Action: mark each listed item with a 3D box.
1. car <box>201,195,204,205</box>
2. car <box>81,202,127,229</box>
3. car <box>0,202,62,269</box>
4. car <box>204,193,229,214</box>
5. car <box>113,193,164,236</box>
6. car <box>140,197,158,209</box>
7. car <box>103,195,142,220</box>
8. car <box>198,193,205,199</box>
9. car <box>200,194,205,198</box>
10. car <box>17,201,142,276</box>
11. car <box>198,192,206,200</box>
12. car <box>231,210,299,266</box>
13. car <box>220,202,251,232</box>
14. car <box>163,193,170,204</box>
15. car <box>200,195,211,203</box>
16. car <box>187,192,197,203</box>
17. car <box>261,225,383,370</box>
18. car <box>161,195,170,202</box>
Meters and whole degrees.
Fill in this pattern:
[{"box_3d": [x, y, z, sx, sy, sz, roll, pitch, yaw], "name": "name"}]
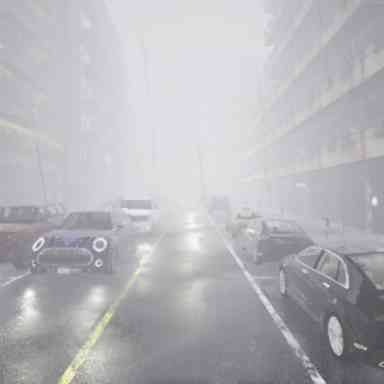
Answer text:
[{"box_3d": [2.663, 1.418, 44.601, 2.008, 1.369, 4.403, 1, 0, 0], "name": "car"}, {"box_3d": [-5.698, 1.460, 22.186, 1.752, 1.417, 4.829, 1, 0, 0], "name": "car"}, {"box_3d": [-5.685, 1.282, 11.220, 2.192, 1.841, 5.009, 1, 0, 0], "name": "car"}, {"box_3d": [2.676, 1.213, 33.465, 2.192, 1.841, 5.009, 1, 0, 0], "name": "car"}, {"box_3d": [-3.014, 1.271, 18.554, 2.150, 2.045, 5.566, 0, 0, 0], "name": "car"}, {"box_3d": [-5.718, 1.436, 44.628, 1.947, 1.339, 4.313, 1, 0, 0], "name": "car"}, {"box_3d": [-5.700, 1.233, 27.923, 2.192, 1.841, 5.009, 1, 0, 0], "name": "car"}, {"box_3d": [2.655, 1.151, 55.735, 2.192, 1.841, 5.009, 1, 0, 0], "name": "car"}, {"box_3d": [2.658, 1.396, 50.169, 1.887, 1.381, 4.507, 1, 0, 0], "name": "car"}, {"box_3d": [-3.087, 1.320, 10.336, 2.097, 1.767, 4.553, 0, 0, 1], "name": "car"}, {"box_3d": [2.626, 1.063, 89.144, 2.192, 1.841, 5.009, 1, 0, 0], "name": "car"}, {"box_3d": [2.693, 1.515, 11.194, 2.008, 1.369, 4.403, 1, 0, 0], "name": "car"}, {"box_3d": [2.688, 1.472, 16.932, 1.752, 1.417, 4.829, 1, 0, 0], "name": "car"}, {"box_3d": [-5.729, 1.139, 61.330, 2.192, 1.841, 5.009, 1, 0, 0], "name": "car"}, {"box_3d": [2.643, 1.372, 66.873, 1.947, 1.339, 4.313, 1, 0, 0], "name": "car"}, {"box_3d": [-0.056, 1.304, 65.540, 2.128, 1.511, 4.902, 0, 0, 0], "name": "car"}, {"box_3d": [2.697, 1.532, 5.626, 2.008, 1.369, 4.403, 1, 0, 0], "name": "car"}, {"box_3d": [-5.743, 1.376, 72.467, 1.802, 1.307, 4.206, 1, 0, 0], "name": "car"}]
